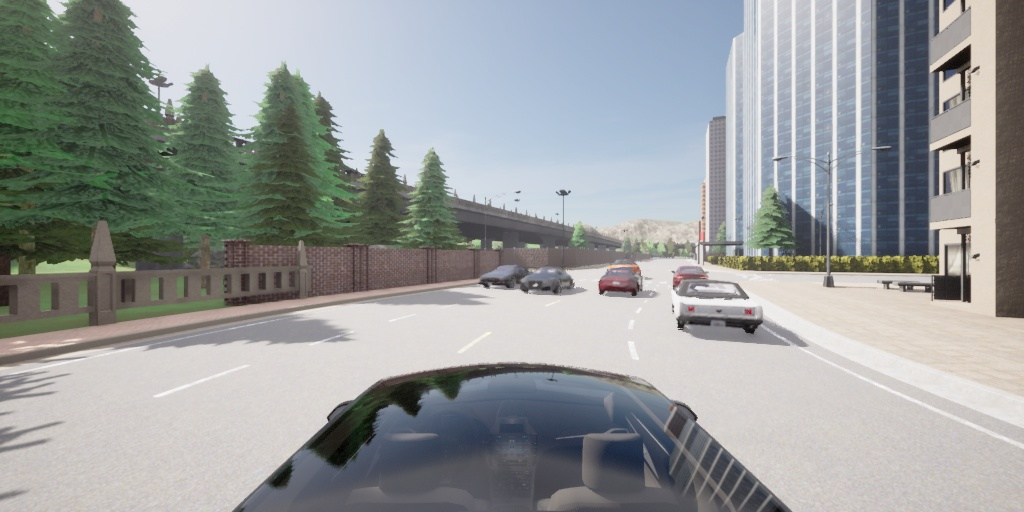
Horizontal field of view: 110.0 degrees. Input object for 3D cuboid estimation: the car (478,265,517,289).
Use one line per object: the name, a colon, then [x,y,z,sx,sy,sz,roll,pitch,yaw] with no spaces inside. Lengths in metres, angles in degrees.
car: [-0.135,1.301,23.623,2.033,1.411,5.357,0,0,26]

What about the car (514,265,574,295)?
car: [2.036,1.318,20.057,1.994,1.385,4.181,0,0,25]

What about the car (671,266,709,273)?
car: [10.279,1.279,20.692,1.812,1.442,4.674,0,0,25]

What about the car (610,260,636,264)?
car: [10.454,1.112,34.077,2.097,1.767,4.553,0,0,0]

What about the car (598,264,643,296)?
car: [6.059,1.317,19.802,1.994,1.385,4.181,0,0,24]

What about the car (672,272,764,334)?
car: [5.851,1.352,10.765,1.895,1.301,4.718,0,0,22]
